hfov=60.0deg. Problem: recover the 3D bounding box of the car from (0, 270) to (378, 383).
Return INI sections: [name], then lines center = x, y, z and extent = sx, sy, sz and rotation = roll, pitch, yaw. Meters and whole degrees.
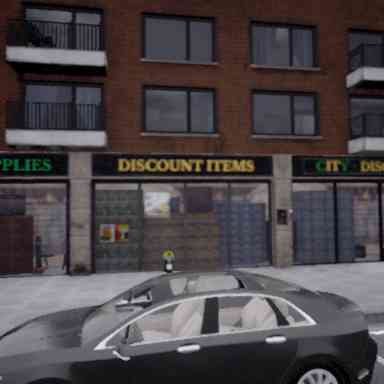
[car]
center = -0.106, 1.693, 3.947
extent = 4.403, 1.369, 2.008
rotation = 0, -2, -9
